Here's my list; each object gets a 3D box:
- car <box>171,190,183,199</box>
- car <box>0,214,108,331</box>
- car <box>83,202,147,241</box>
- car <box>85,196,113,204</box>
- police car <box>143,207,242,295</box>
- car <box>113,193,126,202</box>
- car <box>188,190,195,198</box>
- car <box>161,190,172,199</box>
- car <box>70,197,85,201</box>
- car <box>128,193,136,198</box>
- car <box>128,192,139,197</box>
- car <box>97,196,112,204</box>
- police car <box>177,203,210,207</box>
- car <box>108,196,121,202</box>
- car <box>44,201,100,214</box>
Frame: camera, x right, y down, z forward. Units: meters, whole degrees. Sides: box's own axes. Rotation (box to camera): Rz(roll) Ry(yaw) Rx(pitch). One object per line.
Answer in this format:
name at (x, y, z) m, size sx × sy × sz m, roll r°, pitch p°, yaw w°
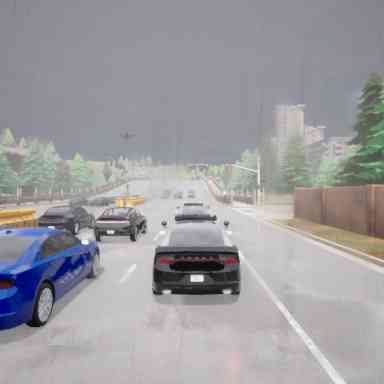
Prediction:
car at (-3.645, 0.903, 88.111) m, size 2.097 × 1.767 × 4.553 m, roll 0°, pitch 3°, yaw 0°
car at (-3.404, 1.478, 7.022) m, size 1.882 × 1.535 × 5.008 m, roll 0°, pitch 0°, yaw 0°
car at (-3.417, 1.492, 16.528) m, size 2.128 × 1.511 × 4.902 m, roll 0°, pitch 0°, yaw 1°
car at (-14.117, 1.547, 50.830) m, size 2.033 × 1.411 × 5.357 m, roll 0°, pitch 0°, yaw 0°
police car at (0.096, 1.425, 8.868) m, size 1.930 × 1.638 × 5.238 m, roll 0°, pitch 0°, yaw 0°
car at (-14.077, 1.492, 62.714) m, size 2.128 × 1.511 × 4.902 m, roll 0°, pitch 0°, yaw 1°
car at (-0.164, 0.931, 91.320) m, size 1.895 × 1.301 × 4.718 m, roll 0°, pitch 4°, yaw 0°
car at (-7.147, 1.071, 88.534) m, size 1.994 × 1.385 × 4.181 m, roll 0°, pitch 4°, yaw 0°
car at (-17.614, 1.506, 51.648) m, size 1.837 × 1.490 × 4.892 m, roll 0°, pitch 0°, yaw 0°
car at (-14.049, 1.552, 71.796) m, size 1.994 × 1.385 × 4.181 m, roll 0°, pitch 0°, yaw 0°
car at (-14.109, 1.354, 82.101) m, size 2.128 × 1.511 × 4.902 m, roll 0°, pitch 1°, yaw 0°
car at (-17.537, 1.564, 66.700) m, size 1.994 × 1.385 × 4.181 m, roll 0°, pitch 0°, yaw 0°
police car at (0.090, 1.425, 18.771) m, size 1.930 × 1.638 × 5.238 m, roll 0°, pitch 0°, yaw 0°
car at (-17.570, 1.571, 75.489) m, size 1.895 × 1.301 × 4.718 m, roll 0°, pitch 0°, yaw 0°
car at (-6.909, 1.505, 18.730) m, size 1.837 × 1.490 × 4.892 m, roll 0°, pitch 0°, yaw 0°
